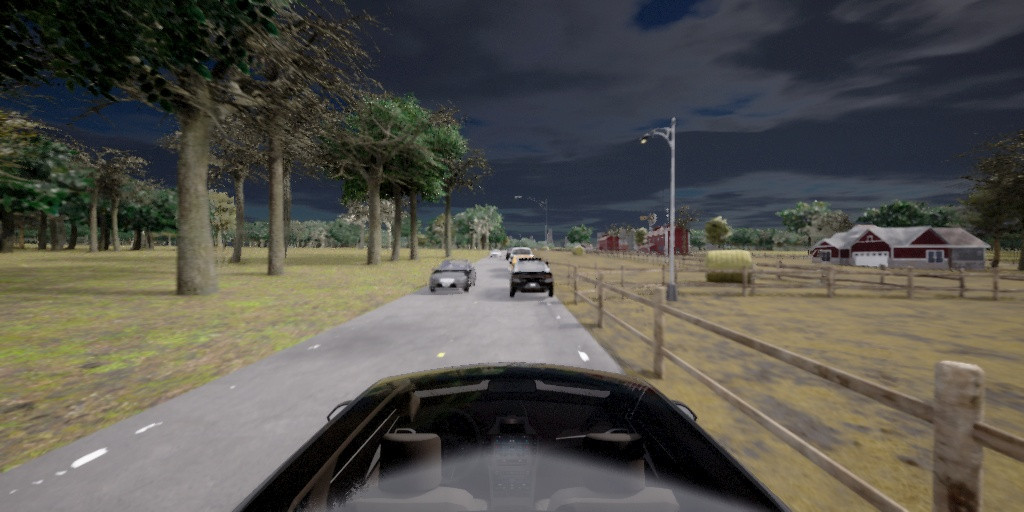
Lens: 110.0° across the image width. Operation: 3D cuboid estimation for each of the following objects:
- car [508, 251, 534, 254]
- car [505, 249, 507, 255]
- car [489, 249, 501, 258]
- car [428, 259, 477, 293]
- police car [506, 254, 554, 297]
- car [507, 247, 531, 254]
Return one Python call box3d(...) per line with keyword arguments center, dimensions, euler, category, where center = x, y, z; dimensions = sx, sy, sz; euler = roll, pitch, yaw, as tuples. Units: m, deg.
box3d(center=(0.826, 0.673, 26.725), dimensions=(1.882, 1.535, 5.008), euler=(0, 2, 0), category="car")
box3d(center=(0.032, -0.223, 54.725), dimensions=(1.882, 1.535, 5.008), euler=(0, 2, 0), category="car")
box3d(center=(-2.774, -0.386, 60.853), dimensions=(1.812, 1.442, 4.674), euler=(0, 2, 1), category="car")
box3d(center=(-2.843, 0.920, 18.014), dimensions=(2.128, 1.511, 4.902), euler=(0, 1, 0), category="car")
box3d(center=(0.826, 0.882, 16.836), dimensions=(1.930, 1.638, 5.238), euler=(0, 1, 0), category="police car")
box3d(center=(0.827, 0.235, 32.749), dimensions=(2.150, 2.045, 5.566), euler=(0, 2, 0), category="car")
